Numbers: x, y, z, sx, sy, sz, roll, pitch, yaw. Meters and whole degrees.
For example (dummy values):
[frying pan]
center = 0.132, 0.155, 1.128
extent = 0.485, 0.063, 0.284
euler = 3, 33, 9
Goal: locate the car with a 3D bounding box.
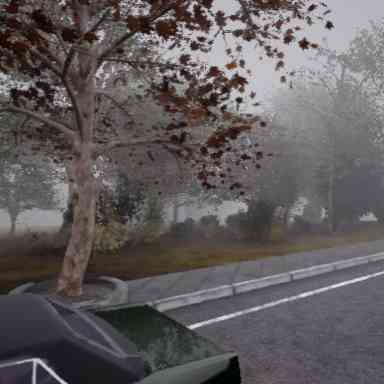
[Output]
[car]
center = -1.975, 1.600, 2.276
extent = 4.718, 1.301, 1.895
euler = 0, 0, -35
